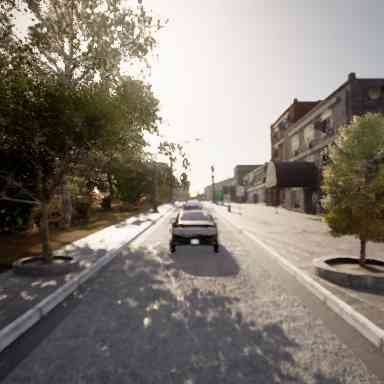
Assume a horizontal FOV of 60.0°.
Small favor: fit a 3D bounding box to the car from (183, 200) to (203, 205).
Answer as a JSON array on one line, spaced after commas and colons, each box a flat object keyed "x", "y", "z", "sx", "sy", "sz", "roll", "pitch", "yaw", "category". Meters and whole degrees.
[{"x": 0.097, "y": 1.529, "z": 31.656, "sx": 1.812, "sy": 1.442, "sz": 4.674, "roll": 0, "pitch": 0, "yaw": 0, "category": "car"}]

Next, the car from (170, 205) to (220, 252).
[{"x": 0.101, "y": 1.493, "z": 13.879, "sx": 2.128, "sy": 1.511, "sz": 4.902, "roll": 0, "pitch": 0, "yaw": 0, "category": "car"}]
